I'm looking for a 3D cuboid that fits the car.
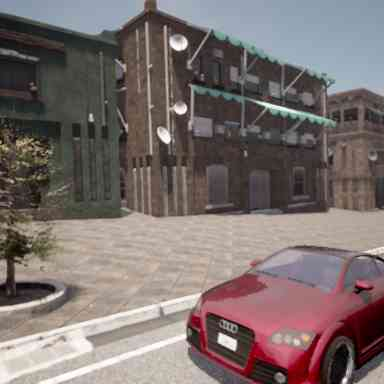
[{"bbox_3d":[1.938,1.575,5.169,4.181,1.385,1.994,0,0,-40],"label":"car"}]
